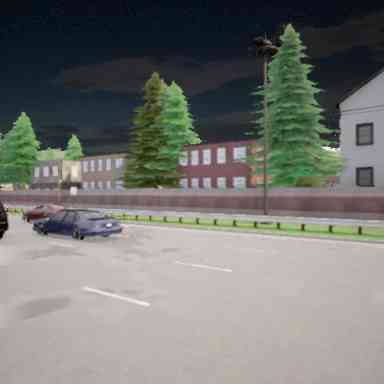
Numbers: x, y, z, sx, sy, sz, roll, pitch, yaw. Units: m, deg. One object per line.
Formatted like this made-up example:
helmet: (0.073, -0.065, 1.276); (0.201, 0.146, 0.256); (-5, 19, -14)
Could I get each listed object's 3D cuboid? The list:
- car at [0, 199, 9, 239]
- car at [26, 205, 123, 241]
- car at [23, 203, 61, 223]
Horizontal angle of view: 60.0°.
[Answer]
car: (-11.161, 1.251, 16.260); (5.566, 2.045, 2.150); (0, 0, 36)
car: (-5.851, 1.572, 16.769); (5.357, 1.411, 2.033); (0, 0, 36)
car: (-10.498, 1.564, 24.383); (4.674, 1.442, 1.812); (0, 0, 36)
